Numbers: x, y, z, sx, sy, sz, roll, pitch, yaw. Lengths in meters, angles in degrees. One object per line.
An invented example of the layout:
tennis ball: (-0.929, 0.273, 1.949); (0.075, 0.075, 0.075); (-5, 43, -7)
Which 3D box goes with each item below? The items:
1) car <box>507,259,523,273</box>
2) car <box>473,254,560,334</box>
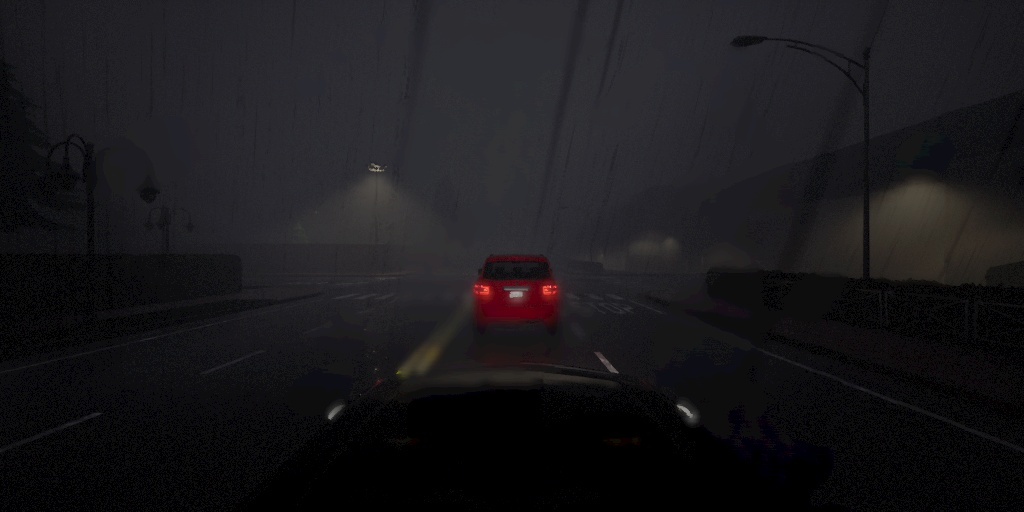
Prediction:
car: (0.352, 1.228, 45.602); (1.882, 1.535, 5.008); (0, 0, 1)
car: (0.121, 0.971, 10.812); (2.150, 2.045, 5.566); (0, 0, 0)
